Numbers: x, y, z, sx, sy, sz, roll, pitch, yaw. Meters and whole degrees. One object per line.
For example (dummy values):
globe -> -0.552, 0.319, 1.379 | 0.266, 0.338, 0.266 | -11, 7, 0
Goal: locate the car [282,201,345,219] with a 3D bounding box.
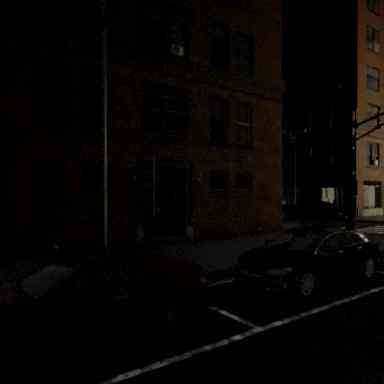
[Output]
car -> 9.229, 1.412, 25.873 | 1.882, 1.535, 5.008 | 0, 0, -36

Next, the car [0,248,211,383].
car -> -1.614, 1.583, 5.035 | 4.206, 1.307, 1.802 | 0, 0, -36

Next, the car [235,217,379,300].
car -> 3.012, 1.556, 8.335 | 4.403, 1.369, 2.008 | 0, 0, -36
